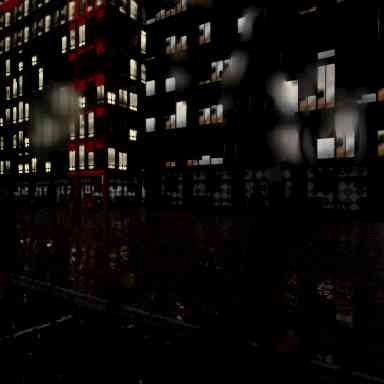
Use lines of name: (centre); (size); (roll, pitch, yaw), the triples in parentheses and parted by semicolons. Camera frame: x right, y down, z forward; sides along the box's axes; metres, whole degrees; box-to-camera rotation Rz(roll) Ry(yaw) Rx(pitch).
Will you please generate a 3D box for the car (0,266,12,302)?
car: (-5.571, 1.526, 6.842); (4.829, 1.417, 1.752); (0, 0, 36)
